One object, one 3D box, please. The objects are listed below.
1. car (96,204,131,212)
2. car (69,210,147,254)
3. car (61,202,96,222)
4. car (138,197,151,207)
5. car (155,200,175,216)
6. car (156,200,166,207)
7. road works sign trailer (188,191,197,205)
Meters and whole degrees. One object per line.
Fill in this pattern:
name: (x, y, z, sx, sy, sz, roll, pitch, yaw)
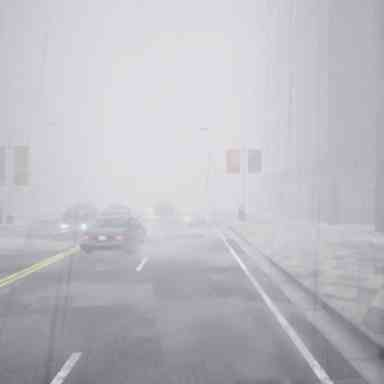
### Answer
car: (-6.601, 1.809, 29.342, 1.882, 1.535, 5.008, 0, -1, 0)
car: (-3.159, 1.698, 14.231, 2.033, 1.411, 5.357, 0, -1, 0)
car: (-9.850, 1.686, 29.543, 2.097, 1.767, 4.553, 0, -1, 0)
car: (-9.769, 2.351, 70.771, 1.837, 1.490, 4.892, 0, -1, 0)
car: (-3.163, 1.815, 39.358, 2.097, 1.767, 4.553, 0, -1, 0)
car: (-6.519, 2.375, 70.771, 1.812, 1.442, 4.674, 0, -1, 0)
road works sign trailer: (0.043, 1.552, 85.940, 2.380, 3.560, 2.880, 0, -1, 0)
